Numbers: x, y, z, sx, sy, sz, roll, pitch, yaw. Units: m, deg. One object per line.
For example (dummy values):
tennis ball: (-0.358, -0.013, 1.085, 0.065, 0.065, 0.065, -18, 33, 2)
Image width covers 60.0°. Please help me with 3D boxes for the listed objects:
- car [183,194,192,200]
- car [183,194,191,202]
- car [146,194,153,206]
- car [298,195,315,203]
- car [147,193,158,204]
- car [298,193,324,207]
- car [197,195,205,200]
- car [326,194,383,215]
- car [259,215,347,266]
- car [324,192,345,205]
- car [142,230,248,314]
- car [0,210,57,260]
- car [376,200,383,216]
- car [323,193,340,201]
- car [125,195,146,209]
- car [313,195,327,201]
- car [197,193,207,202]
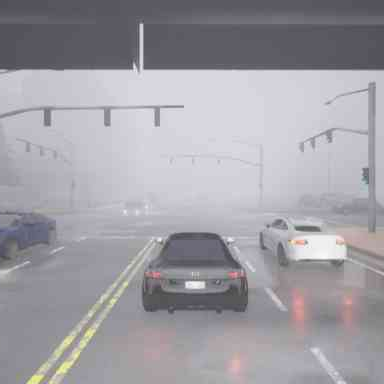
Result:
car: (-1.156, 1.345, 86.035, 2.128, 1.511, 4.902, 0, 0, 0)
car: (-1.097, 1.588, 76.965, 1.895, 1.301, 4.718, 0, 0, 0)
car: (-8.044, 1.522, 55.416, 1.812, 1.442, 4.674, 0, 0, 0)
car: (22.193, 1.391, 64.815, 1.970, 1.475, 3.806, 0, 0, 0)
car: (-8.051, 1.217, 66.069, 2.150, 2.045, 5.566, 0, 0, 0)
car: (16.645, 1.150, 47.386, 1.932, 1.855, 4.605, 0, 0, 0)
car: (2.344, 1.373, 86.058, 1.994, 1.385, 4.181, 0, 0, 0)
car: (16.354, 1.350, 33.157, 4.553, 1.767, 2.097, 0, 0, 1)
car: (3.582, 1.525, 11.364, 1.812, 1.442, 4.674, 0, 0, 0)
car: (19.540, 1.153, 47.340, 1.905, 1.878, 3.866, 0, 0, 0)
car: (0.067, 1.563, 7.704, 1.994, 1.385, 4.181, 0, 0, 0)
car: (-6.854, 1.477, 12.610, 1.882, 1.535, 5.008, 1, 0, 0)
car: (19.150, 1.599, 29.626, 4.718, 1.301, 1.895, 0, 0, 1)
car: (33.495, 1.148, 80.000, 1.932, 1.855, 4.605, 0, 0, 0)
car: (-7.994, 1.475, 46.136, 1.882, 1.535, 5.008, 0, 0, 0)
car: (30.811, 1.359, 79.942, 1.784, 1.438, 3.905, 0, 0, 0)
car: (2.403, 1.218, 76.990, 2.150, 2.045, 5.566, 0, 0, 0)
